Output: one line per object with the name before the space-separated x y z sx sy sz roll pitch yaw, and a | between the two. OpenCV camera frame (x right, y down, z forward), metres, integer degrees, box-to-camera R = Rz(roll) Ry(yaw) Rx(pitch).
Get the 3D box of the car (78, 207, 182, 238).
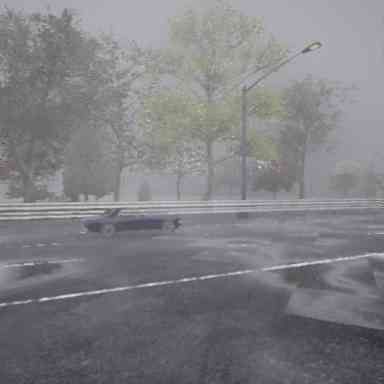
car | -2.909 1.385 16.122 4.718 1.301 1.895 0 0 -28
